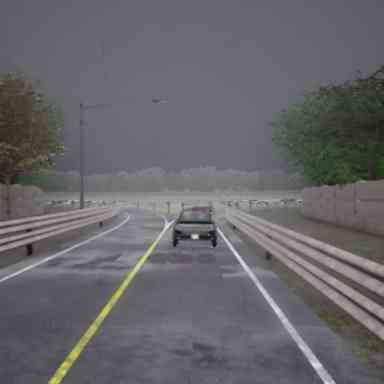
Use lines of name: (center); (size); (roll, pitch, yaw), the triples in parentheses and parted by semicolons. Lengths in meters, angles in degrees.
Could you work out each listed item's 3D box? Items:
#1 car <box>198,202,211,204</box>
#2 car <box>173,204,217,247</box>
car: (1.305, 1.831, 34.346); (1.882, 1.535, 5.008); (-1, -1, 9)
car: (0.128, 1.548, 15.498); (2.128, 1.511, 4.902); (1, 0, 0)
